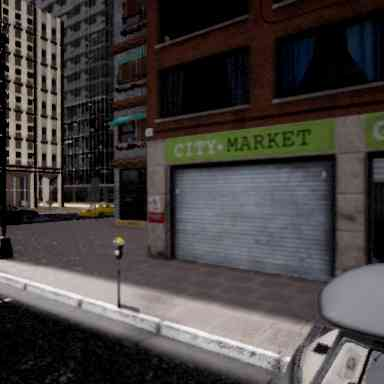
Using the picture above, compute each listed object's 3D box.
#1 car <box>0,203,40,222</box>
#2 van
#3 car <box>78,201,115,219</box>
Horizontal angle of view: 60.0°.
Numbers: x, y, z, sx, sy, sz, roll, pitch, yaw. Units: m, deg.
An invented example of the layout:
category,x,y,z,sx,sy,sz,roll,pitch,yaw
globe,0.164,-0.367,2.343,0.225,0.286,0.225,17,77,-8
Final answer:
category,x,y,z,sx,sy,sz,roll,pitch,yaw
car,-13.809,1.513,23.727,2.033,1.411,5.357,0,0,40
van,2.230,1.342,1.135,3.998,1.788,1.690,0,0,35
car,-7.253,1.470,28.124,1.752,1.417,4.829,0,0,35
